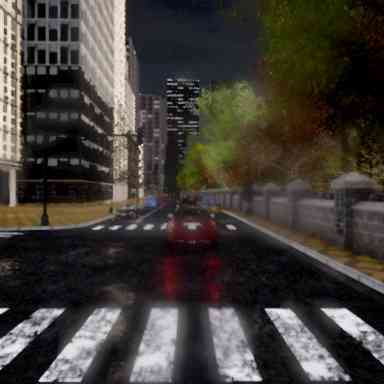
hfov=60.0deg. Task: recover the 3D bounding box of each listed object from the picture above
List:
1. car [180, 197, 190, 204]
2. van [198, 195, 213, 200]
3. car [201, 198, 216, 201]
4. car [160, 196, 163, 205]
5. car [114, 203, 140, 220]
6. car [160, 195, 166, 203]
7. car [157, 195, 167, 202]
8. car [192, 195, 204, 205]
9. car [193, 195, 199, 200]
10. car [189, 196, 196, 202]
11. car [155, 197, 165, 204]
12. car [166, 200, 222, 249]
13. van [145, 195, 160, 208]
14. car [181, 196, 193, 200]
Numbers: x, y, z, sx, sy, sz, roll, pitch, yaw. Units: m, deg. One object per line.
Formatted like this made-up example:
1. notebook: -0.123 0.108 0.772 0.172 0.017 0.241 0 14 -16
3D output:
1. car: -1.464 1.728 70.021 1.895 1.301 4.718 0 0 -2
2. van: 2.026 1.524 40.614 1.690 1.788 3.998 0 0 -1
3. car: 2.146 1.685 35.240 1.752 1.417 4.829 0 0 -1
4. car: -6.460 1.795 56.911 1.887 1.381 4.507 0 0 -2
5. car: -5.618 1.684 29.192 2.008 1.369 4.403 0 0 -1
6. car: -6.850 1.838 68.000 1.887 1.381 4.507 0 0 -2
7. car: -7.559 1.671 84.630 2.192 1.841 5.009 0 0 -3
8. car: 1.168 1.609 68.331 2.192 1.841 5.009 0 0 -2
9. car: 1.553 1.777 57.410 1.752 1.417 4.829 0 0 -2
10. car: 0.183 1.902 90.669 1.752 1.417 4.829 0 0 -3
11. car: -7.072 1.896 73.545 1.802 1.307 4.206 0 0 -2
12. car: -0.005 1.417 15.013 2.097 1.767 4.553 0 0 -1
13. van: -6.289 1.569 51.368 1.690 1.788 3.998 0 0 -2
14. car: -1.083 1.765 59.567 1.837 1.490 4.892 0 0 -2
